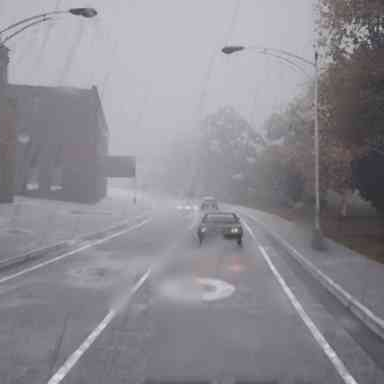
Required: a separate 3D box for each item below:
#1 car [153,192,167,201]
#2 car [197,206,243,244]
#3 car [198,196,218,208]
[{"bbox_3d":[-5.781,0.737,59.380,1.837,1.490,4.892,1,2,-17],"label":"car"},{"bbox_3d":[1.335,1.575,15.723,1.895,1.301,4.718,0,0,5],"label":"car"},{"bbox_3d":[1.837,1.276,38.948,1.837,1.490,4.892,1,1,-4],"label":"car"}]
